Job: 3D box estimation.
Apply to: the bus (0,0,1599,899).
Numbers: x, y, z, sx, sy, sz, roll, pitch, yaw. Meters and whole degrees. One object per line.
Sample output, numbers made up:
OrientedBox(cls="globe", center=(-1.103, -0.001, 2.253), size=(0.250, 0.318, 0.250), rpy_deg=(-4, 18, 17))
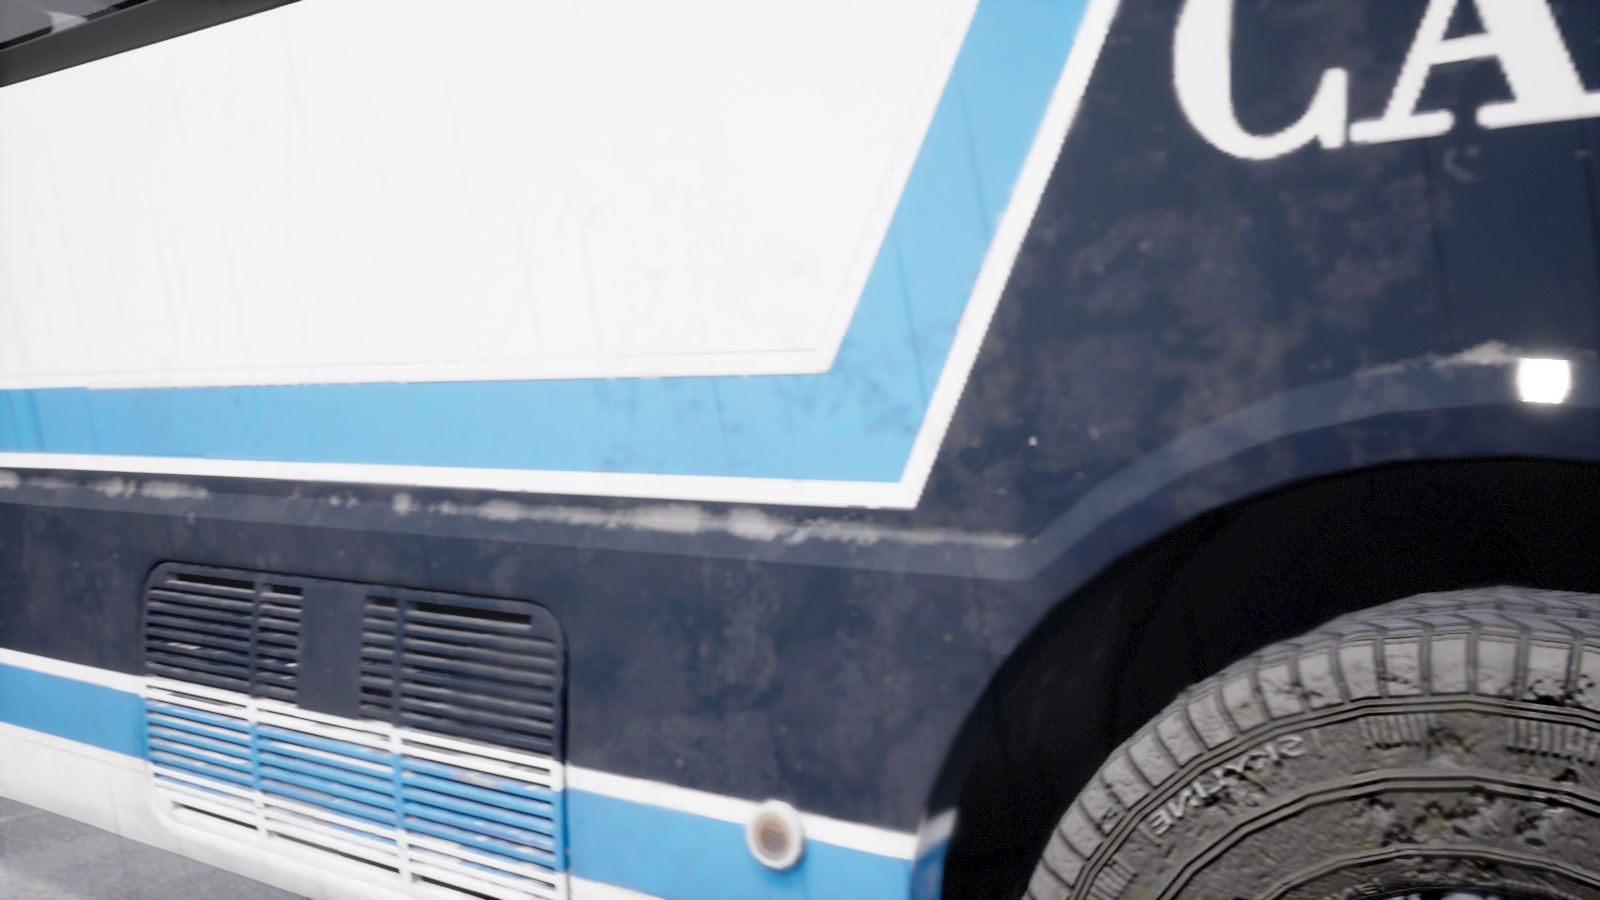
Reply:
OrientedBox(cls="bus", center=(-0.750, -0.695, 4.109), size=(10.273, 4.253, 3.944), rpy_deg=(0, 0, 33))
